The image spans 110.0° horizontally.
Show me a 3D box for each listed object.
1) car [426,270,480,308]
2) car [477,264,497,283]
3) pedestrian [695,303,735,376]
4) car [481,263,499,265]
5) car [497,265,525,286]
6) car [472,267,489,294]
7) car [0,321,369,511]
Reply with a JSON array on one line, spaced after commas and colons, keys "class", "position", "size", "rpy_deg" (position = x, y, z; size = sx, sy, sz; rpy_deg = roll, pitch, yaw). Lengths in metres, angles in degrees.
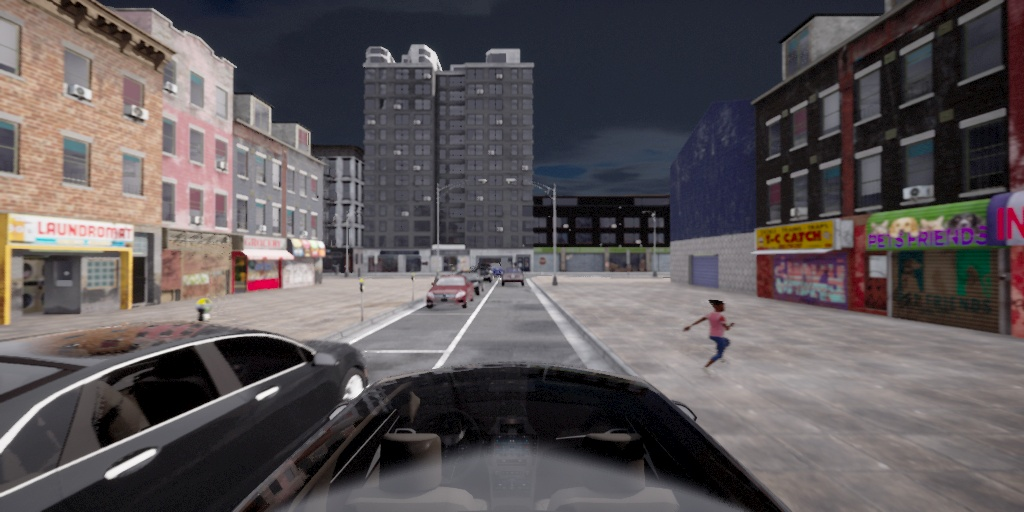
[{"class": "car", "position": [-2.639, 1.507, 16.069], "size": [1.802, 1.307, 4.207], "rpy_deg": [0, 0, 0]}, {"class": "car", "position": [-2.640, 1.689, 32.425], "size": [1.948, 1.339, 4.313], "rpy_deg": [0, 0, 0]}, {"class": "pedestrian", "position": [3.218, 0.941, 5.664], "size": [0.375, 1.860, 0.375], "rpy_deg": [0, -1, 0]}, {"class": "car", "position": [-3.047, 1.610, 43.248], "size": [2.097, 1.767, 4.553], "rpy_deg": [0, -1, -39]}, {"class": "car", "position": [0.081, 1.635, 29.535], "size": [2.033, 1.411, 5.357], "rpy_deg": [0, -1, 0]}, {"class": "car", "position": [-2.639, 1.556, 21.521], "size": [1.948, 1.339, 4.313], "rpy_deg": [0, 0, 0]}, {"class": "car", "position": [-2.750, 1.268, 2.717], "size": [1.837, 1.490, 4.892], "rpy_deg": [0, -1, 0]}]
